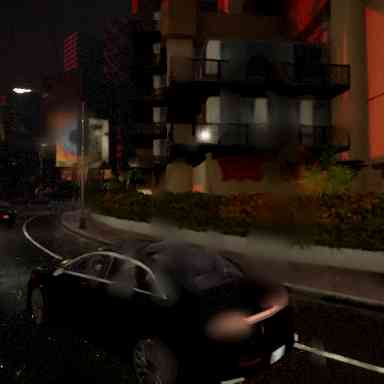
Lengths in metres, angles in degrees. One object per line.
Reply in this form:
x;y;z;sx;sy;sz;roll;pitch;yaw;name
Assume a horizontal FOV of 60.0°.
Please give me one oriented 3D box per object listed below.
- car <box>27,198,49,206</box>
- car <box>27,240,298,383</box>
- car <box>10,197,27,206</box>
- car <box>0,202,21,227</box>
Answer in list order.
-27.928;1.798;61.112;1.994;1.385;4.181;0;0;-5;car
-0.866;1.519;5.199;4.902;1.511;2.128;0;0;42;car
-31.394;1.704;60.636;1.882;1.535;5.008;0;0;-5;car
-13.401;1.632;23.141;2.033;1.411;5.357;0;0;-25;car
